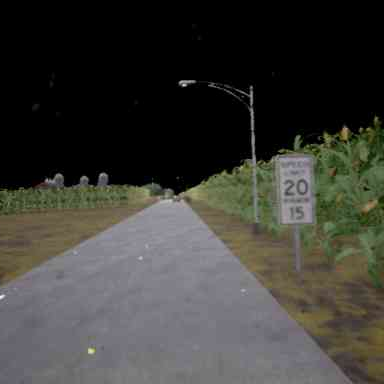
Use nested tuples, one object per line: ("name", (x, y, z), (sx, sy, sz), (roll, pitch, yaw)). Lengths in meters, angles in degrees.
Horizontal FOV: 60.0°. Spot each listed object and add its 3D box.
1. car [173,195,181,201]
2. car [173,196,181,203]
("car", (-3.956, 1.627, 85.842), (1.994, 1.385, 4.181), (-2, 0, -3))
("car", (-3.462, 1.648, 75.427), (2.128, 1.511, 4.902), (-2, 0, -3))
